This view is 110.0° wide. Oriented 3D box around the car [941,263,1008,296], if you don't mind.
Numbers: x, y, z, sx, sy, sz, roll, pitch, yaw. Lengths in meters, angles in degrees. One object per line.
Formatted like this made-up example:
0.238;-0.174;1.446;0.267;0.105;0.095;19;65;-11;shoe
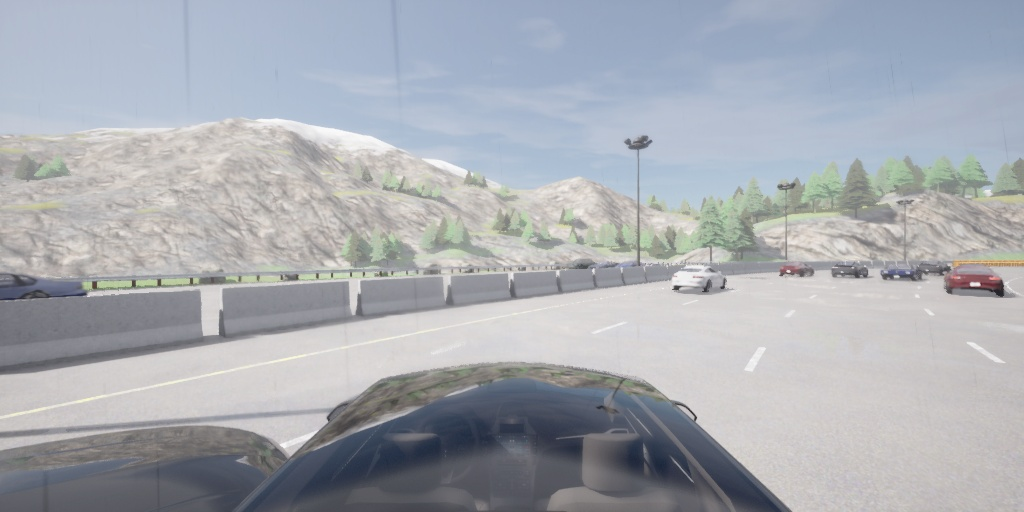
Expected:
24.788;1.277;19.339;4.674;1.442;1.812;1;-1;-41;car

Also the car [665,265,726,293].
10.965;1.276;20.974;4.674;1.442;1.812;0;0;-44;car

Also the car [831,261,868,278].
31.376;1.242;33.286;4.902;1.511;2.128;0;0;-35;car

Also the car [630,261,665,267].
15.299;1.351;38.958;4.718;1.301;1.895;0;0;-38;car

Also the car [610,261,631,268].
14.044;1.286;42.430;4.674;1.442;1.812;0;0;-38;car

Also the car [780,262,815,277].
27.887;1.277;35.082;4.674;1.442;1.812;1;0;-36;car

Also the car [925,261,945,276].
43.314;1.242;36.808;4.902;1.511;2.128;0;0;-31;car

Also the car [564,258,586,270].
9.035;1.101;47.389;4.553;1.767;2.097;0;0;-38;car

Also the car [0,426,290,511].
-2.981;1.255;0.477;4.892;1.490;1.837;0;0;-45;car

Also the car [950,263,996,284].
35.966;1.314;27.948;4.181;1.385;1.994;0;0;-35;car

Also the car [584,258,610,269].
11.911;1.328;45.205;5.357;1.411;2.033;0;0;-38;car

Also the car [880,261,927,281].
32.309;1.351;29.677;4.718;1.301;1.895;0;0;-35;car

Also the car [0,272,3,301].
-17.855;1.227;9.433;1.882;1.535;5.008;0;0;36;car

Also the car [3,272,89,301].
-19.566;1.297;13.059;2.033;1.411;5.357;0;0;37;car
